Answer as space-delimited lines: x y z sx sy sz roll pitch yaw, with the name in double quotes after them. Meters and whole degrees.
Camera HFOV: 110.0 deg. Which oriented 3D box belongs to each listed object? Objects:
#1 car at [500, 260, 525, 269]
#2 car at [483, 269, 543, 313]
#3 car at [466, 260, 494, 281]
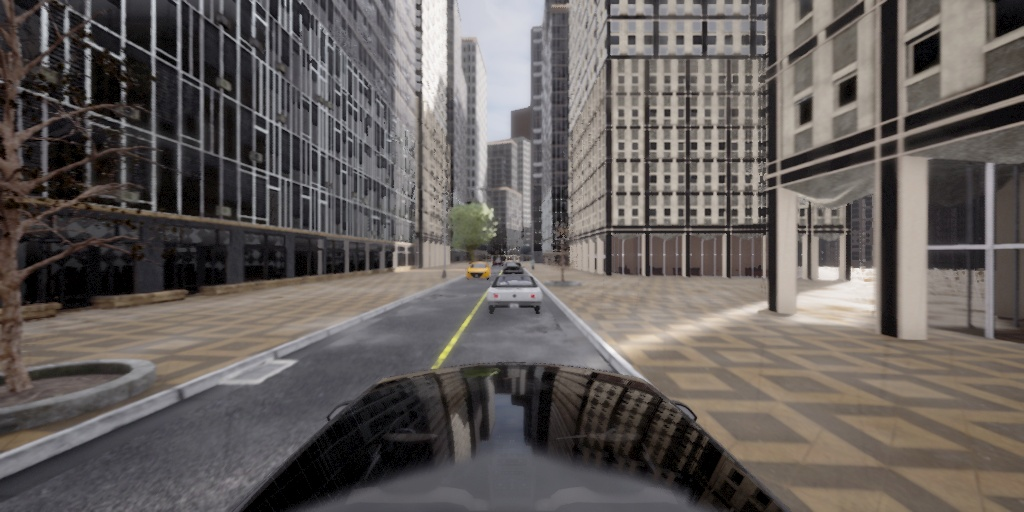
0.100 1.307 31.900 1.837 1.490 4.892 0 0 0 "car"
0.098 1.362 14.054 1.895 1.301 4.718 0 0 0 "car"
-2.842 1.278 31.340 1.882 1.535 5.008 0 0 0 "car"
